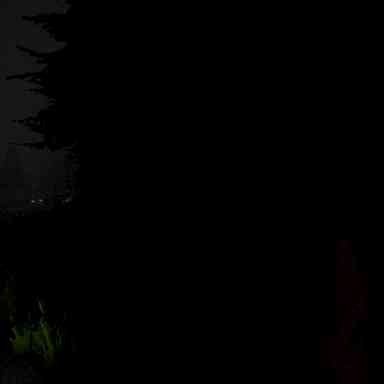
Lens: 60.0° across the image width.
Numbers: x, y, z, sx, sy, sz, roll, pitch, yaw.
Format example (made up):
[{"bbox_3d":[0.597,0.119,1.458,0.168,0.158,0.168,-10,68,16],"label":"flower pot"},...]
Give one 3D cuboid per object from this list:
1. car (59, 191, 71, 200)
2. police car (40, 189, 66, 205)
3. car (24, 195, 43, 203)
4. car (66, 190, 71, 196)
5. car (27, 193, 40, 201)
[{"bbox_3d":[-23.090,0.650,60.398,1.837,1.490,4.892,-3,1,-21],"label":"car"},{"bbox_3d":[-18.640,0.787,44.803,1.930,1.638,5.238,-3,2,-15],"label":"police car"},{"bbox_3d":[-36.831,1.735,77.129,4.181,1.385,1.994,-8,-5,34],"label":"car"},{"bbox_3d":[-21.256,0.409,54.411,2.150,2.045,5.566,-3,2,-15],"label":"car"},{"bbox_3d":[-32.284,0.997,68.186,1.882,1.535,5.008,-2,-2,-37],"label":"car"}]
